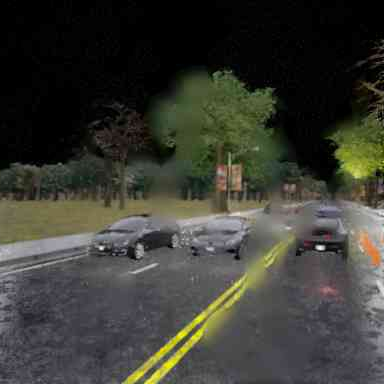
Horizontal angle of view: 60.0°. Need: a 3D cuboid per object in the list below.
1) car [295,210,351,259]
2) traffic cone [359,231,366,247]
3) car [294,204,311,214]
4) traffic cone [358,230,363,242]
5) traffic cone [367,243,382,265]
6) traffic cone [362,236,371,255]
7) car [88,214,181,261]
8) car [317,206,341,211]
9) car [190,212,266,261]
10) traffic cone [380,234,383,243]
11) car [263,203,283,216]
[{"bbox_3d":[5.434,1.734,13.865,1.837,1.490,4.892,0,-1,23],"label":"car"},{"bbox_3d":[7.883,2.220,15.106,0.340,0.580,0.340,0,-1,23],"label":"traffic cone"},{"bbox_3d":[15.112,2.371,45.460,1.895,1.301,4.718,0,-1,23],"label":"car"},{"bbox_3d":[8.665,2.251,16.946,0.340,0.580,0.340,0,-1,23],"label":"traffic cone"},{"bbox_3d":[6.318,2.156,11.425,0.340,0.580,0.340,0,-1,23],"label":"traffic cone"},{"bbox_3d":[7.101,2.188,13.265,0.340,0.580,0.340,0,-1,23],"label":"traffic cone"},{"bbox_3d":[-2.078,1.674,13.320,1.837,1.490,4.892,0,-1,23],"label":"car"},{"bbox_3d":[12.555,2.001,30.620,1.882,1.535,5.008,0,-1,23],"label":"car"},{"bbox_3d":[1.527,1.722,13.493,1.812,1.442,4.674,0,-1,23],"label":"car"},{"bbox_3d":[9.585,2.252,16.555,0.340,0.580,0.340,0,-1,23],"label":"traffic cone"},{"bbox_3d":[10.503,2.173,42.920,1.882,1.535,5.008,0,-1,23],"label":"car"}]
